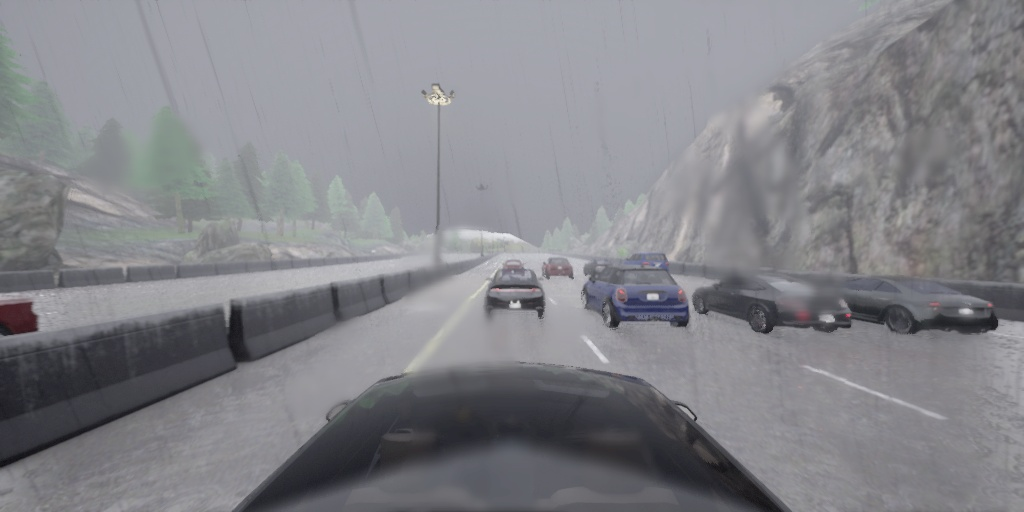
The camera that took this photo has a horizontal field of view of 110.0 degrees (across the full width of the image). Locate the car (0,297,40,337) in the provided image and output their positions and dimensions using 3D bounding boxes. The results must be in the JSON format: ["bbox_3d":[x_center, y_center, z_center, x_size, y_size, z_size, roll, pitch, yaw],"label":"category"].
[{"bbox_3d":[-10.593,1.214,5.127,1.882,1.535,5.008,0,0,0],"label":"car"}]

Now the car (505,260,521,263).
[{"bbox_3d":[0.110,1.023,30.588,1.812,1.442,4.674,0,1,0],"label":"car"}]

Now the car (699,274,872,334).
[{"bbox_3d":[7.103,1.232,10.367,1.812,1.442,4.674,0,0,0],"label":"car"}]

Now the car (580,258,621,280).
[{"bbox_3d":[7.109,1.006,29.393,2.128,1.511,4.902,0,1,0],"label":"car"}]

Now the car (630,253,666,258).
[{"bbox_3d":[10.609,0.745,28.762,2.150,2.045,5.566,0,1,0],"label":"car"}]

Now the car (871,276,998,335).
[{"bbox_3d":[10.603,1.270,10.364,1.994,1.385,4.181,0,0,0],"label":"car"}]

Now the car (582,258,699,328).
[{"bbox_3d":[3.604,1.053,11.297,2.097,1.767,4.553,0,0,0],"label":"car"}]

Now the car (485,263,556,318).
[{"bbox_3d":[0.104,1.182,12.636,2.128,1.511,4.902,0,0,0],"label":"car"}]

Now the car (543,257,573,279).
[{"bbox_3d":[3.609,0.870,29.097,2.097,1.767,4.553,0,1,0],"label":"car"}]
